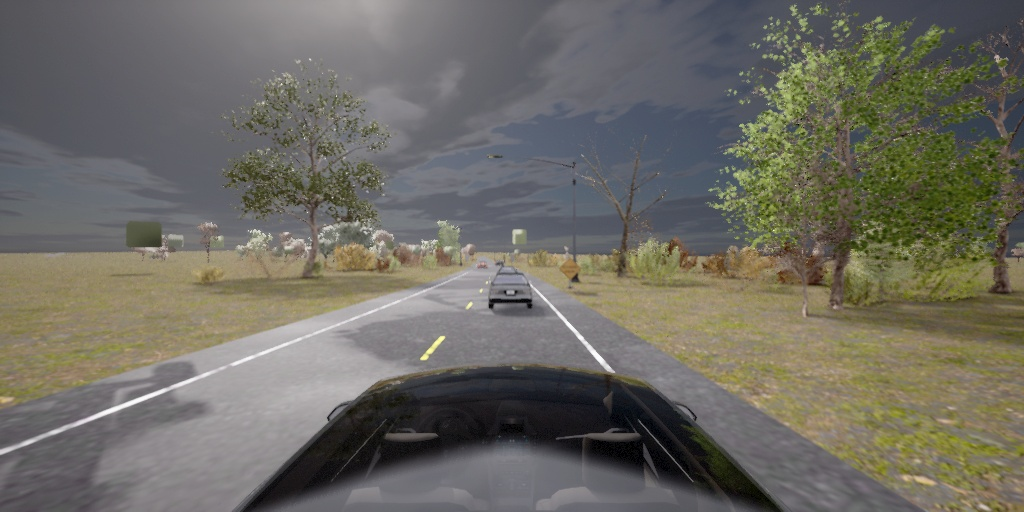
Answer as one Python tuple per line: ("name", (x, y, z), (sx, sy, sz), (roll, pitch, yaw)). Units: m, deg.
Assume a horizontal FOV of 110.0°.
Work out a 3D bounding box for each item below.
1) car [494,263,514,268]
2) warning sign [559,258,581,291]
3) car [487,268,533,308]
("car", (-0.397, 1.573, 31.252), (1.994, 1.385, 4.181), (0, 0, -2))
("warning sign", (3.390, 1.037, 20.993), (1.300, 1.860, 1.060), (0, 0, -1))
("car", (-0.081, 1.426, 15.886), (2.033, 1.411, 5.357), (0, 0, -1))
